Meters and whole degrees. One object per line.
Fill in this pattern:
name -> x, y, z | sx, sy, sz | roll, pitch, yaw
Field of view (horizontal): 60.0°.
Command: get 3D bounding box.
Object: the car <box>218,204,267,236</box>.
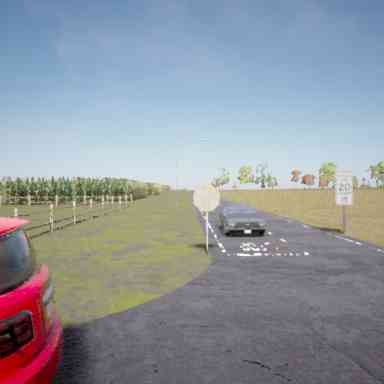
car -> 2.430, 1.324, 17.328 | 2.033, 1.411, 5.357 | 0, 1, -1

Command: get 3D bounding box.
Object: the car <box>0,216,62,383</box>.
car -> -4.008, 1.255, 2.612 | 5.566, 2.045, 2.150 | 0, 0, -16
